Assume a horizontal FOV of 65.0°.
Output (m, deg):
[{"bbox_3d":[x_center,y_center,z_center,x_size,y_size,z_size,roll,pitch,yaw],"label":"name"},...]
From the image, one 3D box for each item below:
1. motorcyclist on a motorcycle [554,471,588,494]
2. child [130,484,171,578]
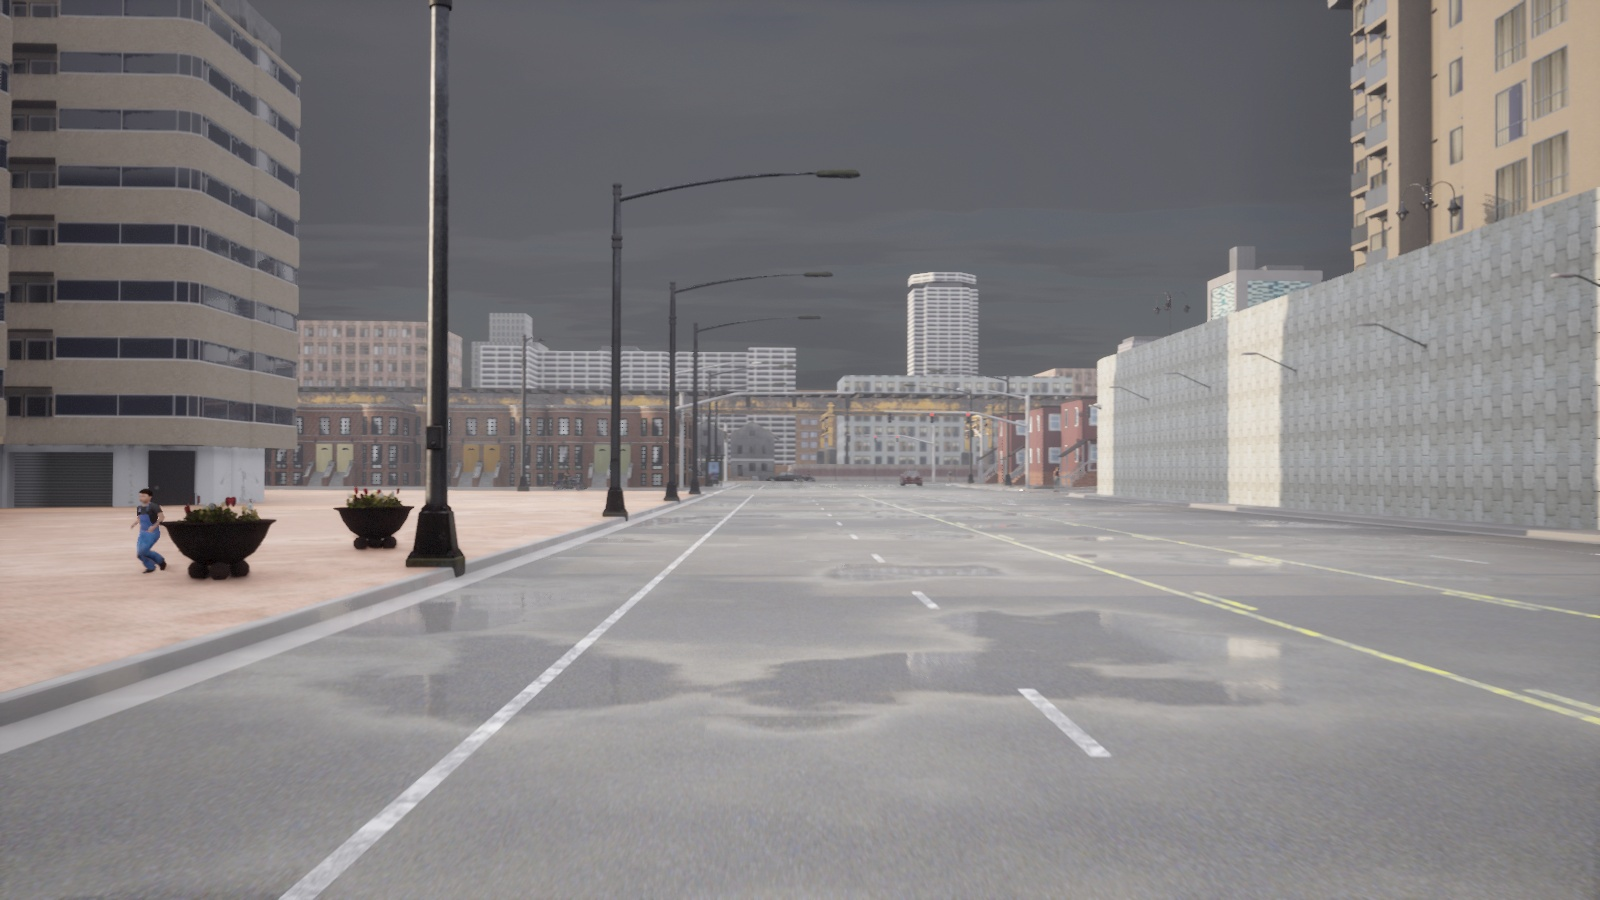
[{"bbox_3d":[-16.593,2.361,91.012,2.350,1.649,0.766,0,-1,-1],"label":"motorcyclist on a motorcycle"},{"bbox_3d":[-8.904,1.105,17.218,0.270,1.263,0.437,0,-1,12],"label":"child"}]
